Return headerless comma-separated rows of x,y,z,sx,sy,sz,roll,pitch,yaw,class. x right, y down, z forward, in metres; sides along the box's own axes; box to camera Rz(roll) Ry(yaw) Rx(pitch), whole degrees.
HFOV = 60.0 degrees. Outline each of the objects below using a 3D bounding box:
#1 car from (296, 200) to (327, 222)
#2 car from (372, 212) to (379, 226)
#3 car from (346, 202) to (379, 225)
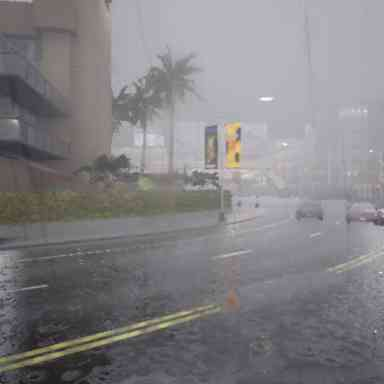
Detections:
9.314,1.397,25.869,1.837,1.490,4.892,0,0,24,car
7.960,1.444,11.063,2.128,1.511,4.902,0,0,44,car
11.666,1.429,22.772,1.812,1.442,4.674,0,0,27,car
